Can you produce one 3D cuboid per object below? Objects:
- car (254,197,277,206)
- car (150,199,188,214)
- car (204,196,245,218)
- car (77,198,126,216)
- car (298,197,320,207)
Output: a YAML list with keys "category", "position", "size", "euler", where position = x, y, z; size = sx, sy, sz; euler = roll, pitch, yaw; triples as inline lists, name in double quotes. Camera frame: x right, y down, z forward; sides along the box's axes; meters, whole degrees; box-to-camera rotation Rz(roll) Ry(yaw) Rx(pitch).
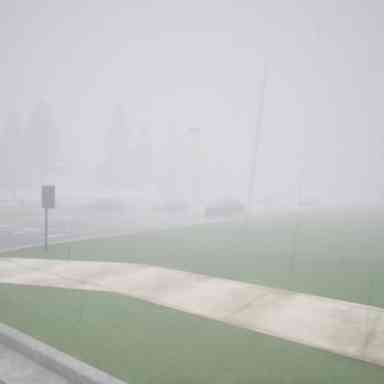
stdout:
- category: "car"
  position: [11.916, 1.454, 53.561]
  size: [2.033, 1.411, 5.357]
  euler: [0, 0, 37]
- category: "car"
  position: [-2.283, 1.431, 34.371]
  size: [1.812, 1.442, 4.674]
  euler: [0, 0, 36]
- category: "car"
  position: [2.997, 1.413, 29.762]
  size: [1.882, 1.535, 5.008]
  euler: [0, 0, 36]
- category: "car"
  position: [-8.563, 1.381, 31.764]
  size: [2.128, 1.511, 4.902]
  euler: [0, 0, 36]
- category: "car"
  position: [17.373, 1.485, 49.168]
  size: [2.033, 1.411, 5.357]
  euler: [0, 0, 37]
